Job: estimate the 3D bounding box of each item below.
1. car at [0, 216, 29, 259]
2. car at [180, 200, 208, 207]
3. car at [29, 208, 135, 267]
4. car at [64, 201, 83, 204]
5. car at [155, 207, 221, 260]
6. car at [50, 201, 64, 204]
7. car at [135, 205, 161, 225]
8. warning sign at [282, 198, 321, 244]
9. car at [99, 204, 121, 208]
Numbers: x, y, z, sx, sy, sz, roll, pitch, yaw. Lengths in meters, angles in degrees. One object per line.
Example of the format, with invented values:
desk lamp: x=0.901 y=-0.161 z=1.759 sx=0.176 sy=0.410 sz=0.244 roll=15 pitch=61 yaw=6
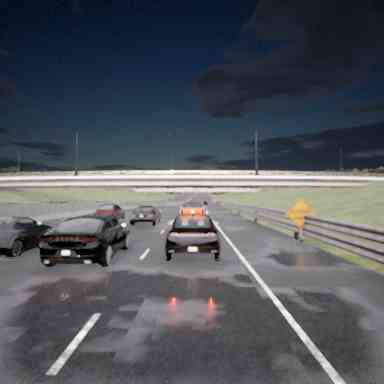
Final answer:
car: x=-6.950 y=1.628 z=12.902 sx=1.994 sy=1.385 sz=4.181 roll=0 pitch=0 yaw=1
car: x=0.058 y=1.561 z=27.555 sx=2.097 sy=1.767 sz=4.553 roll=0 pitch=-1 yaw=1
car: x=-3.462 y=1.532 z=11.625 sx=1.882 sy=1.535 sz=5.008 roll=0 pitch=0 yaw=0
car: x=-20.170 y=2.332 z=58.377 sx=1.994 sy=1.385 sz=4.181 roll=0 pitch=-1 yaw=3
car: x=0.047 y=1.553 z=12.614 sx=2.128 sy=1.511 sz=4.902 roll=0 pitch=0 yaw=1
car: x=-23.653 y=2.316 z=58.474 sx=2.033 sy=1.411 sz=5.357 roll=0 pitch=-1 yaw=3
car: x=-3.471 y=1.732 z=25.484 sx=2.033 sy=1.411 sz=5.357 roll=0 pitch=-1 yaw=1
warning sign: x=4.552 y=1.184 z=13.937 sx=1.300 sy=1.860 sz=1.060 roll=0 pitch=0 yaw=0
car: x=-6.934 y=1.745 z=28.286 sx=1.812 sy=1.442 sz=4.674 roll=0 pitch=0 yaw=1
